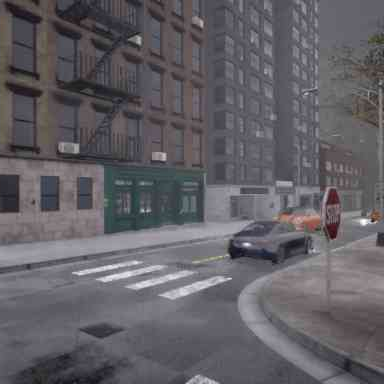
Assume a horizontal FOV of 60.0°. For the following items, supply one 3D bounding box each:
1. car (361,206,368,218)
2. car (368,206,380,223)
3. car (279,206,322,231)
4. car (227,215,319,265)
[{"bbox_3d":[22.799,2.553,42.098,2.128,1.511,4.902,0,-2,39],"label":"car"},{"bbox_3d":[19.679,2.214,33.605,2.097,1.767,4.553,0,-1,39],"label":"car"},{"bbox_3d":[7.134,1.842,22.625,2.097,1.767,4.553,0,-2,39],"label":"car"},{"bbox_3d":[3.135,1.810,12.893,1.994,1.385,4.181,0,-1,39],"label":"car"}]
